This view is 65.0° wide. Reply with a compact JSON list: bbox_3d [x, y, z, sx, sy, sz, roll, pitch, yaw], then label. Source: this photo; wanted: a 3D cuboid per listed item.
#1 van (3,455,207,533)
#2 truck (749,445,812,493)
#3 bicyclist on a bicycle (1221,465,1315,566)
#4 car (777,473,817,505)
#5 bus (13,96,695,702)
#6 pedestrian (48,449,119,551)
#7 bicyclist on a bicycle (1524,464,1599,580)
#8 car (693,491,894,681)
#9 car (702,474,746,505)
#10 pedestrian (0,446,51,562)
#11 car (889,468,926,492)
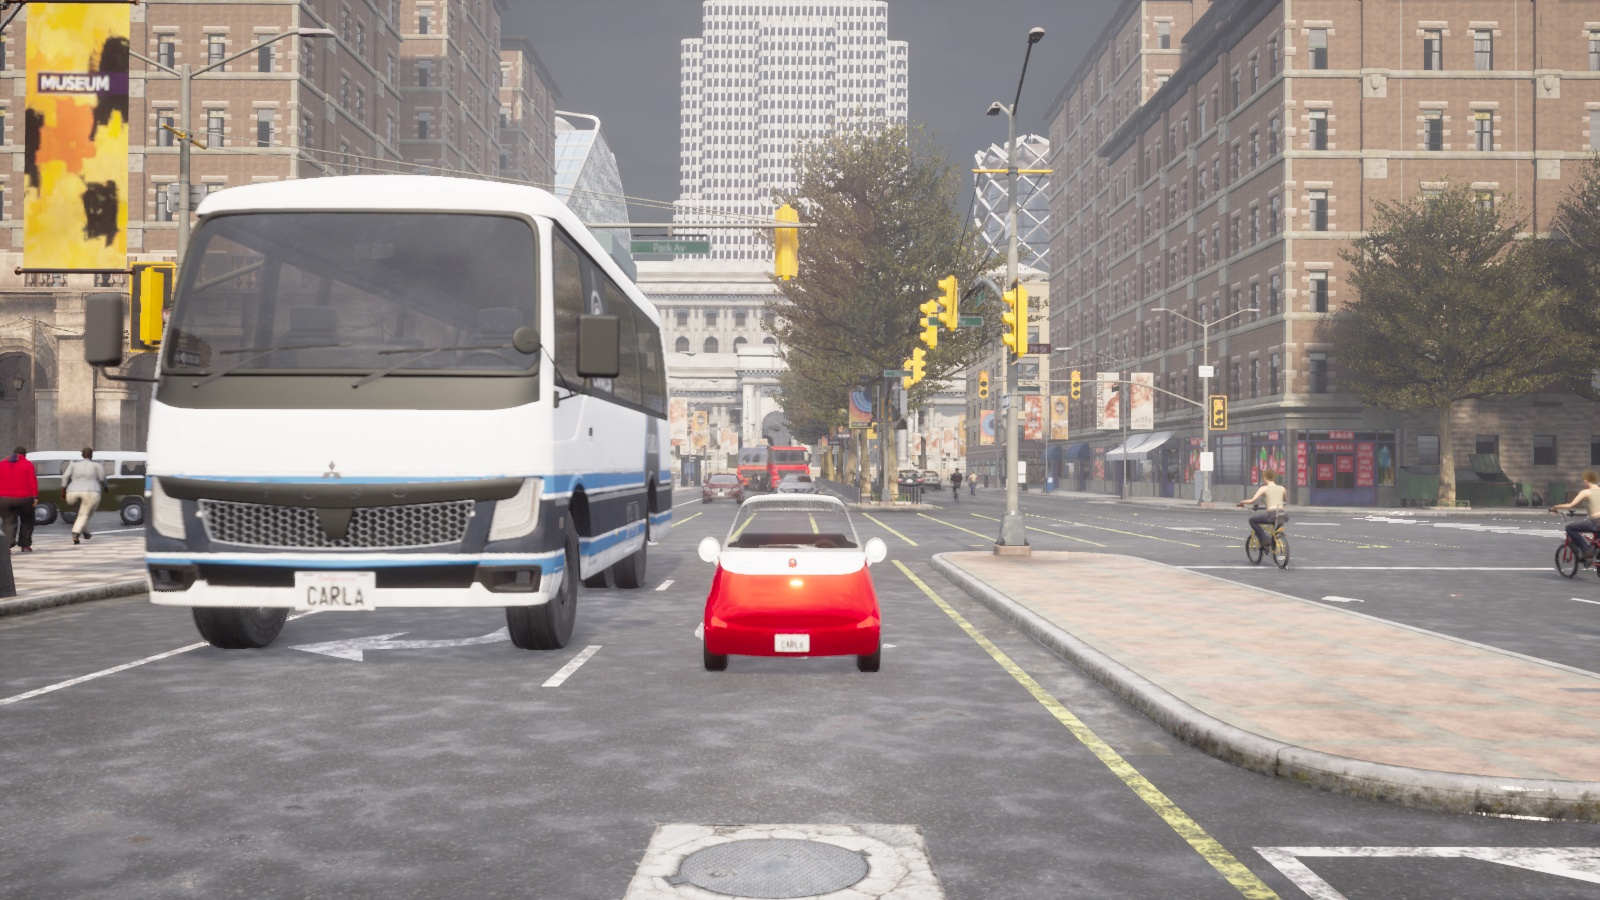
[{"bbox_3d":[-19.131,1.200,34.734,4.480,2.038,2.069,-1,-1,-1],"label":"van"},{"bbox_3d":[-1.549,1.423,94.605,2.891,3.462,7.936,0,-1,-15],"label":"truck"},{"bbox_3d":[7.754,1.071,20.884,0.866,1.612,1.509,-1,-2,-5],"label":"bicyclist on a bicycle"},{"bbox_3d":[-0.118,1.859,60.803,1.812,1.442,4.674,0,-1,1],"label":"car"},{"bbox_3d":[-3.566,-0.314,13.971,3.944,4.253,10.273,0,-1,0],"label":"bus"},{"bbox_3d":[-13.344,0.917,23.429,0.874,1.855,0.900,0,-1,-8],"label":"pedestrian"},{"bbox_3d":[11.410,1.011,18.251,0.866,1.612,1.509,0,-1,0],"label":"bicyclist on a bicycle"},{"bbox_3d":[-0.052,1.044,10.426,1.481,1.376,2.207,0,-1,0],"label":"car"},{"bbox_3d":[-3.653,1.877,61.008,1.812,1.442,4.674,0,-1,1],"label":"car"},{"bbox_3d":[-12.708,0.864,20.407,0.634,1.844,0.899,0,-1,-11],"label":"pedestrian"},{"bbox_3d":[7.749,2.147,90.701,2.242,1.667,4.611,0,-1,0],"label":"car"}]
